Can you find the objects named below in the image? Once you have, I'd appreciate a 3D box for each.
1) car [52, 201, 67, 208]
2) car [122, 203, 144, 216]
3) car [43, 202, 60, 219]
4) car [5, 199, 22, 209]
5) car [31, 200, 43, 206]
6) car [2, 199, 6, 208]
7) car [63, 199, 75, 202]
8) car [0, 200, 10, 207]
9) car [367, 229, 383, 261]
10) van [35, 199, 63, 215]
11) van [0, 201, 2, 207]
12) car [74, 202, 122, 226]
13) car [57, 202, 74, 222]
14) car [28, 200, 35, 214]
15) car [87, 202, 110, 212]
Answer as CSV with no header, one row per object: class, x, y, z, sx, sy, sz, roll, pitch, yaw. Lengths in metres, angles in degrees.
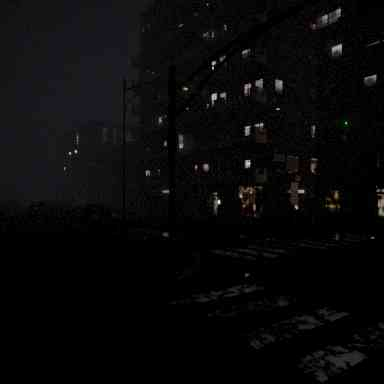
car,-26.547,2.462,66.606,1.887,1.381,4.507,-1,0,-35
car,-7.423,2.006,39.764,1.752,1.417,4.829,-1,0,-35
car,-13.939,2.036,35.329,2.008,1.369,4.403,-1,0,-35
car,-33.176,2.365,62.328,1.967,1.590,4.097,-1,0,-35
car,-39.361,2.773,84.593,1.947,1.339,4.313,-1,0,-35
car,-36.380,2.542,66.828,1.887,1.381,4.507,-1,0,-35
car,-23.347,2.160,62.109,2.192,1.841,5.009,-1,0,-35
car,-42.693,2.666,75.688,1.752,1.417,4.829,-1,0,-35
car,7.575,1.561,9.570,1.812,1.442,4.674,0,-1,-35
van,-17.149,1.900,39.830,1.690,1.788,3.998,-1,0,-35
van,-39.589,2.411,71.328,1.690,1.788,3.998,-1,0,-35
car,-7.530,1.776,26.330,1.967,1.590,4.097,-1,0,-35
car,-10.636,1.934,30.691,1.752,1.417,4.829,-1,0,-35
car,-20.353,2.073,44.329,1.967,1.590,4.097,-1,0,-35
car,-13.731,2.191,48.619,1.947,1.339,4.313,-1,0,-35
